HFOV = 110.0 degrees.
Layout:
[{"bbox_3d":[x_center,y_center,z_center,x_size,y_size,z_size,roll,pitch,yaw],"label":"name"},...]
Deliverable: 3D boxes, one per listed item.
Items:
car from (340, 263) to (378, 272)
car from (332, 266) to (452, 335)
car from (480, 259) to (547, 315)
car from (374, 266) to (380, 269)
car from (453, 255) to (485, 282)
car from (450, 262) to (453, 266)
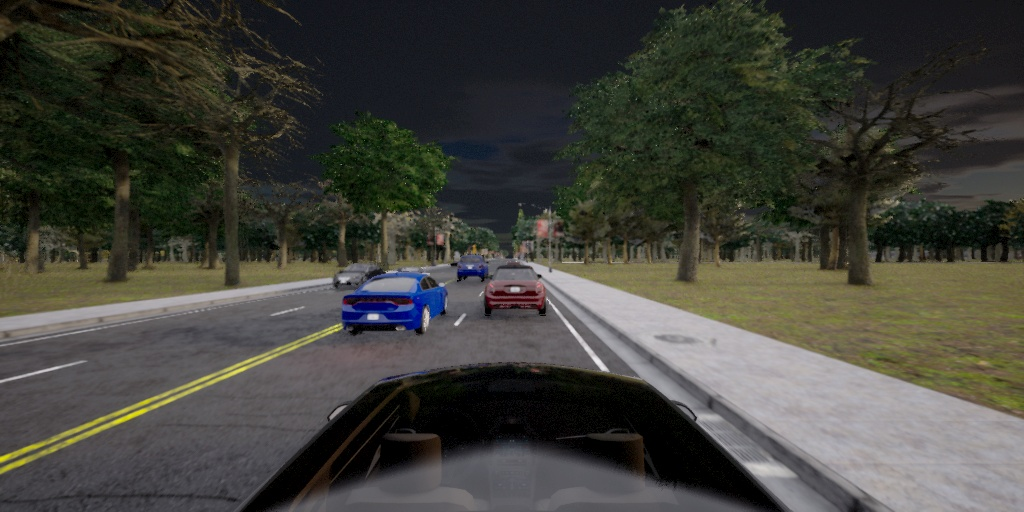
[{"bbox_3d":[-9.837,1.242,23.383,2.128,1.511,4.902,0,0,0],"label":"car"},{"bbox_3d":[-3.145,1.228,10.602,1.882,1.535,5.008,0,0,0],"label":"car"},{"bbox_3d":[0.106,1.102,13.691,2.097,1.767,4.553,0,0,0],"label":"car"},{"bbox_3d":[-6.590,1.351,22.225,1.895,1.301,4.718,0,0,0],"label":"car"},{"bbox_3d":[-3.137,0.973,29.466,2.150,2.045,5.566,0,0,0],"label":"car"},{"bbox_3d":[-9.748,1.375,63.597,1.895,1.301,4.718,0,0,1],"label":"car"}]
